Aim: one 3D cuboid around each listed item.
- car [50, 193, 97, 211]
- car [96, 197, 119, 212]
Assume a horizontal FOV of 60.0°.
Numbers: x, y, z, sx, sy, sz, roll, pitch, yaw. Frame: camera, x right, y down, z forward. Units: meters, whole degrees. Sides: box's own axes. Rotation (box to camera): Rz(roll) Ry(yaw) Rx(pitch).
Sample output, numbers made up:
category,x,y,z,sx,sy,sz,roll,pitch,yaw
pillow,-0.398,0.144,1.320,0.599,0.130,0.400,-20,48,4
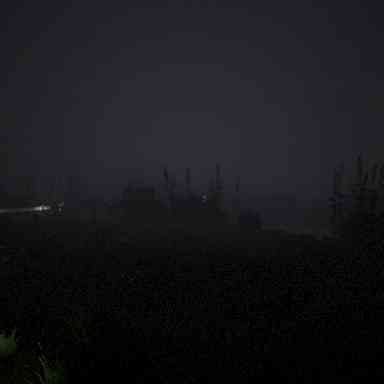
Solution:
category,x,y,z,sx,sy,sz,roll,pitch,yaw
car,-10.527,0.961,30.377,2.097,1.767,4.553,0,3,40
car,-5.832,1.083,30.129,1.895,1.301,4.718,0,2,42
